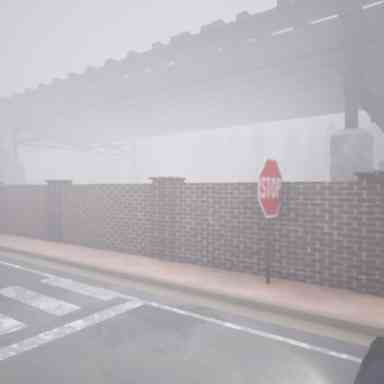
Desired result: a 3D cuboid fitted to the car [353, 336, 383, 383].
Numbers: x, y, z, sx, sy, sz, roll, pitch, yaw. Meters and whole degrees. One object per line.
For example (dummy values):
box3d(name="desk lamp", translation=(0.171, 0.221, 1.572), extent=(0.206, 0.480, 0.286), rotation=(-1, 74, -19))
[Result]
box3d(name="car", translation=(3.583, 1.563, 1.438), extent=(5.357, 1.411, 2.033), rotation=(1, 0, 35))
